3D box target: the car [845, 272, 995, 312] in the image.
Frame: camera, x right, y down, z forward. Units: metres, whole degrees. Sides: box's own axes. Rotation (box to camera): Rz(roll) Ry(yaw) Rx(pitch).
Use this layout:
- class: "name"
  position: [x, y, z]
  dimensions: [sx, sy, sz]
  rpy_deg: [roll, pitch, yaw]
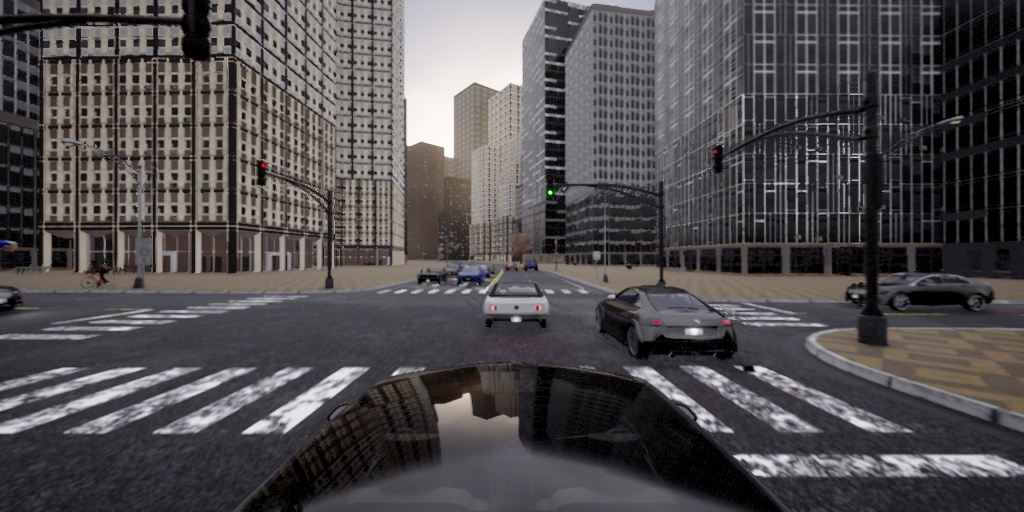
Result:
- class: "car"
  position: [16.840, 1.437, 14.980]
  dimensions: [4.902, 1.511, 2.128]
  rpy_deg: [0, 0, 1]

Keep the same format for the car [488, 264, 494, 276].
- class: "car"
  position: [-3.285, 1.636, 38.806]
  dimensions: [1.812, 1.442, 4.674]
  rpy_deg: [0, -1, 0]

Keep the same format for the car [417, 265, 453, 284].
- class: "car"
  position: [-6.552, 1.635, 30.135]
  dimensions: [1.895, 1.301, 4.718]
  rpy_deg: [0, -1, 0]

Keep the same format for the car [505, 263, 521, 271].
- class: "car"
  position: [0.005, 1.819, 60.299]
  dimensions: [1.812, 1.442, 4.674]
  rpy_deg: [0, 0, -2]

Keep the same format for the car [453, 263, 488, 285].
- class: "car"
  position: [-3.301, 1.504, 29.463]
  dimensions: [1.882, 1.535, 5.008]
  rpy_deg: [0, -1, 0]

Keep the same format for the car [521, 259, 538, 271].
- class: "car"
  position: [3.223, 1.519, 61.135]
  dimensions: [2.150, 2.045, 5.566]
  rpy_deg: [0, 0, -2]

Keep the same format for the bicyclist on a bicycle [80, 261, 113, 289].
- class: "bicyclist on a bicycle"
  position: [-24.673, 1.104, 21.339]
  dimensions: [0.582, 1.620, 1.656]
  rpy_deg: [0, 0, 2]

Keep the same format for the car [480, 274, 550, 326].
- class: "car"
  position: [0.127, 1.478, 12.201]
  dimensions: [1.895, 1.301, 4.718]
  rpy_deg: [0, 0, 0]

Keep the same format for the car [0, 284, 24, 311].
- class: "car"
  position: [-20.201, 1.290, 12.484]
  dimensions: [4.902, 1.511, 2.128]
  rpy_deg: [0, 0, 2]

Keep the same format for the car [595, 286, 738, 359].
- class: "car"
  position: [3.361, 1.403, 8.619]
  dimensions: [1.994, 1.385, 4.181]
  rpy_deg: [0, -1, 0]
